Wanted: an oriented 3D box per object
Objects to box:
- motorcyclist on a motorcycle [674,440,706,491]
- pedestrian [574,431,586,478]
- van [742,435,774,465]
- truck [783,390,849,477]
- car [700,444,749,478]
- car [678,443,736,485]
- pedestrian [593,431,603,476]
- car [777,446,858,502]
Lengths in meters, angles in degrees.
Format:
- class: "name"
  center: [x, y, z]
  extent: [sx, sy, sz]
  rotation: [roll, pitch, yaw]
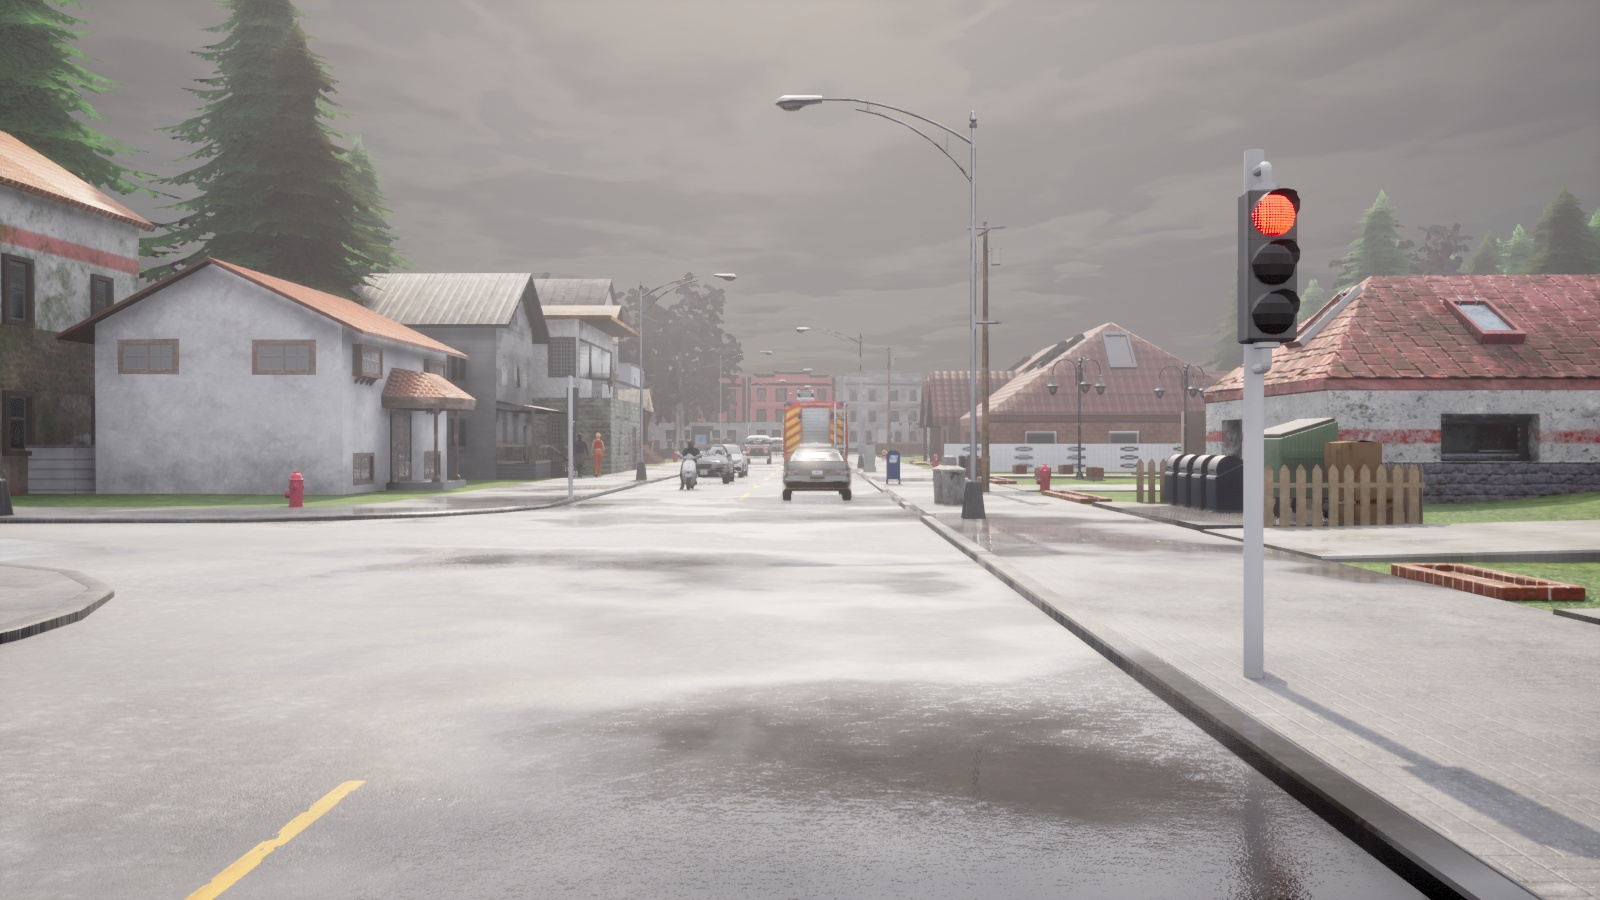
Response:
- class: "motorcyclist on a motorcycle"
  center: [-3.507, 0.470, 40.226]
  extent: [0.866, 1.590, 1.817]
  rotation: [0, 0, 1]
- class: "pedestrian"
  center: [-8.712, 0.169, 49.688]
  extent: [0.370, 1.835, 0.726]
  rotation: [0, 0, -2]
- class: "van"
  center: [-2.920, -0.028, 87.839]
  extent: [2.069, 2.038, 4.480]
  rotation: [0, 0, 1]
- class: "truck"
  center: [0.732, -0.752, 59.198]
  extent: [2.891, 3.827, 8.468]
  rotation: [0, 0, 1]
- class: "car"
  center: [-3.314, 0.455, 55.688]
  extent: [1.812, 1.442, 4.674]
  rotation: [0, 0, 1]
- class: "car"
  center: [-3.419, 0.492, 46.936]
  extent: [1.816, 1.474, 4.193]
  rotation: [0, 0, 1]
- class: "pedestrian"
  center: [-8.341, 0.157, 51.845]
  extent: [0.345, 1.836, 0.594]
  rotation: [0, 0, -12]
- class: "car"
  center: [0.444, 0.601, 34.320]
  extent: [2.033, 1.411, 5.357]
  rotation: [0, 0, 0]
